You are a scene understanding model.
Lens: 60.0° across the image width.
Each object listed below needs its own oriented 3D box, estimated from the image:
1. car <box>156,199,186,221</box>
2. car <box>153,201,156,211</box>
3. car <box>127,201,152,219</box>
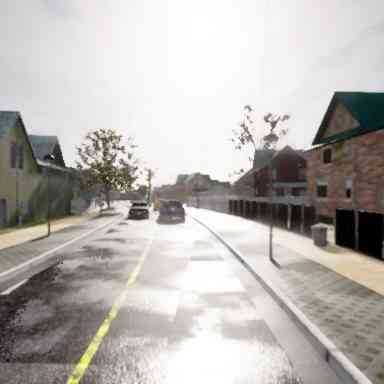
[{"bbox_3d":[-1.753,1.440,28.542,2.097,1.767,4.553,0,0,-7],"label":"car"},{"bbox_3d":[-4.083,1.722,44.100,1.882,1.535,5.008,0,-1,-10],"label":"car"},{"bbox_3d":[-4.762,1.614,30.393,1.837,1.490,4.892,0,-1,-6],"label":"car"}]
